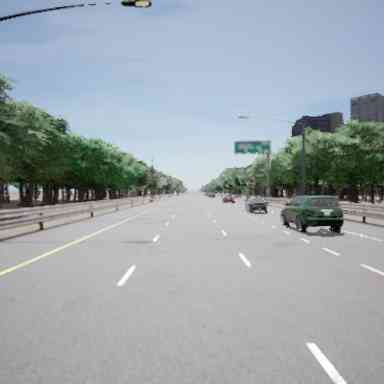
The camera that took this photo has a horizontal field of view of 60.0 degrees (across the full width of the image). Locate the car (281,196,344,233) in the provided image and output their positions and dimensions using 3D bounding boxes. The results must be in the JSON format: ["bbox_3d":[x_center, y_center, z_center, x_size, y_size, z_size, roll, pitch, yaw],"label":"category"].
[{"bbox_3d":[7.016,1.224,19.914,2.150,2.045,5.566,0,0,0],"label":"car"}]

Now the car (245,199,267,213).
[{"bbox_3d":[7.064,1.500,37.004,1.837,1.490,4.892,0,0,0],"label":"car"}]

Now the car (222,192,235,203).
[{"bbox_3d":[7.204,1.313,67.330,2.097,1.767,4.553,0,0,0],"label":"car"}]
